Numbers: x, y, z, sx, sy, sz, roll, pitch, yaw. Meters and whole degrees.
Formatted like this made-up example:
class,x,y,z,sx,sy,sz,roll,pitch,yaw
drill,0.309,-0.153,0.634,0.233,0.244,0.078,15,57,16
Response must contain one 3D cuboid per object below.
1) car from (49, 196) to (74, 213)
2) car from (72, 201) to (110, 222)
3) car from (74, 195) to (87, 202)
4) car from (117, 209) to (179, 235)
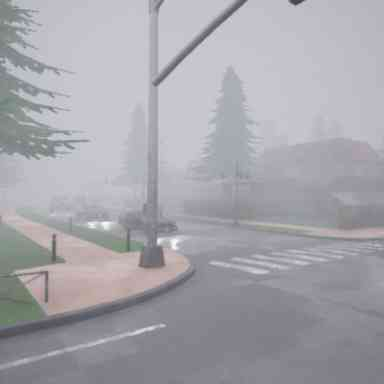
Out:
class,x,y,z,sx,sy,sz,roll,pitch,yaw
car,-16.630,1.483,41.774,2.150,2.045,5.566,1,0,-28
car,-8.807,1.818,29.459,1.994,1.385,4.181,1,0,-35
car,-17.761,1.530,52.204,2.150,2.045,5.566,0,0,-24
car,-2.953,1.801,21.113,2.033,1.411,5.357,1,0,-35
